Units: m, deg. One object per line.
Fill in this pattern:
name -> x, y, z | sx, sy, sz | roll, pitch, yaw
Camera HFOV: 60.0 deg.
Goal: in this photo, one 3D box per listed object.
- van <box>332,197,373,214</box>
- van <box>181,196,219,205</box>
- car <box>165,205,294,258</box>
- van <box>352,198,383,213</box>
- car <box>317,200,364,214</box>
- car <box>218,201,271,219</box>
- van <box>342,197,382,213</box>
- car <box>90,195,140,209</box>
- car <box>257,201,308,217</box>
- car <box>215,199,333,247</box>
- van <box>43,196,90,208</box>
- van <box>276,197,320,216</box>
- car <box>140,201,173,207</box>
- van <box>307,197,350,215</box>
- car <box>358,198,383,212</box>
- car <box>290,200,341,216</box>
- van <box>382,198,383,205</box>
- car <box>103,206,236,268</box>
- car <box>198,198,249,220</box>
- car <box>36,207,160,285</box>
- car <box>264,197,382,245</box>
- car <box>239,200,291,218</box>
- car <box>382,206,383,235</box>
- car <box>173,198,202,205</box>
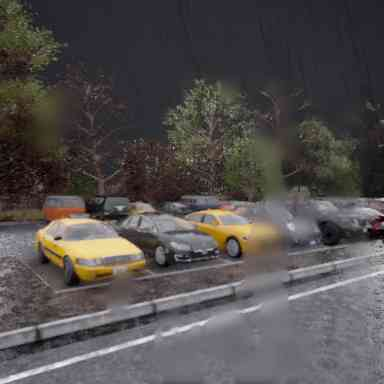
van -> 20.713, 1.669, 43.098 | 1.878, 1.987, 4.442 | 1, -1, -36
van -> 0.441, 1.354, 28.844 | 1.878, 1.987, 4.442 | 1, -1, -36
car -> 1.197, 1.486, 13.154 | 2.097, 1.535, 5.008 | 1, 0, -36
van -> 25.083, 1.826, 46.520 | 1.878, 1.987, 4.442 | 2, -1, -36
car -> 18.510, 1.848, 41.668 | 2.097, 1.535, 5.008 | 1, -1, -36
car -> 4.910, 1.645, 31.899 | 2.097, 1.535, 5.008 | 1, -1, -36
van -> 22.935, 1.751, 44.979 | 1.878, 1.987, 4.442 | 2, -1, -36
car -> -6.257, 1.236, 23.930 | 2.435, 2.045, 5.566 | 0, 0, -36
car -> 9.514, 1.715, 35.201 | 2.231, 1.521, 4.892 | 1, -1, -36
car -> 3.440, 1.387, 14.793 | 2.185, 1.767, 4.553 | 1, -1, -36
van -> -8.659, 1.243, 22.317 | 1.878, 1.987, 4.442 | 0, 0, -36
van -> 11.695, 1.522, 36.917 | 1.878, 1.987, 4.442 | 1, 0, -36
car -> -3.885, 1.512, 25.369 | 1.946, 1.575, 5.366 | 1, 0, -36
van -> 16.332, 1.589, 39.956 | 1.878, 1.987, 4.442 | 1, 0, -36
car -> 27.419, 1.878, 48.017 | 2.435, 2.045, 5.566 | 2, -1, -36
car -> 14.121, 1.778, 38.286 | 1.946, 1.575, 5.366 | 1, 0, -36
van -> 12.410, 1.419, 21.332 | 1.878, 1.987, 4.442 | 1, -1, -36
car -> -1.055, 1.470, 11.537 | 2.231, 1.521, 4.892 | 0, 0, -36
car -> 2.777, 1.488, 30.337 | 2.185, 1.767, 4.553 | 1, -1, -36
car -> -3.194, 1.456, 9.768 | 1.946, 1.575, 5.366 | 0, 0, -36
car -> 5.728, 1.292, 16.361 | 2.435, 2.045, 5.566 | 1, 0, -36
car -> 7.262, 1.680, 33.587 | 2.097, 1.535, 5.008 | 1, -1, -36
car -> 7.947, 1.607, 18.024 | 2.163, 1.488, 4.792 | 1, 0, -36
car -> -1.741, 1.547, 27.127 | 2.231, 1.521, 4.892 | 1, -1, -36
